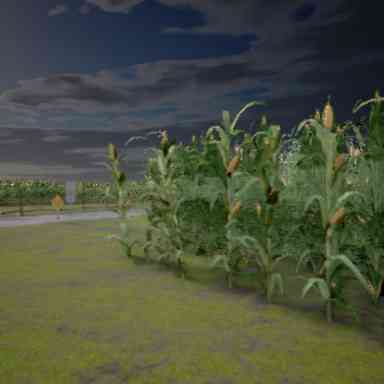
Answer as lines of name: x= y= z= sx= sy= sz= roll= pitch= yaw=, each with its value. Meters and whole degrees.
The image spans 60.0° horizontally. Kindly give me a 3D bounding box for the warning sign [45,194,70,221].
warning sign: x=-9.544 y=1.077 z=23.649 sx=1.300 sy=1.860 sz=1.060 roll=1 pitch=0 yaw=29
